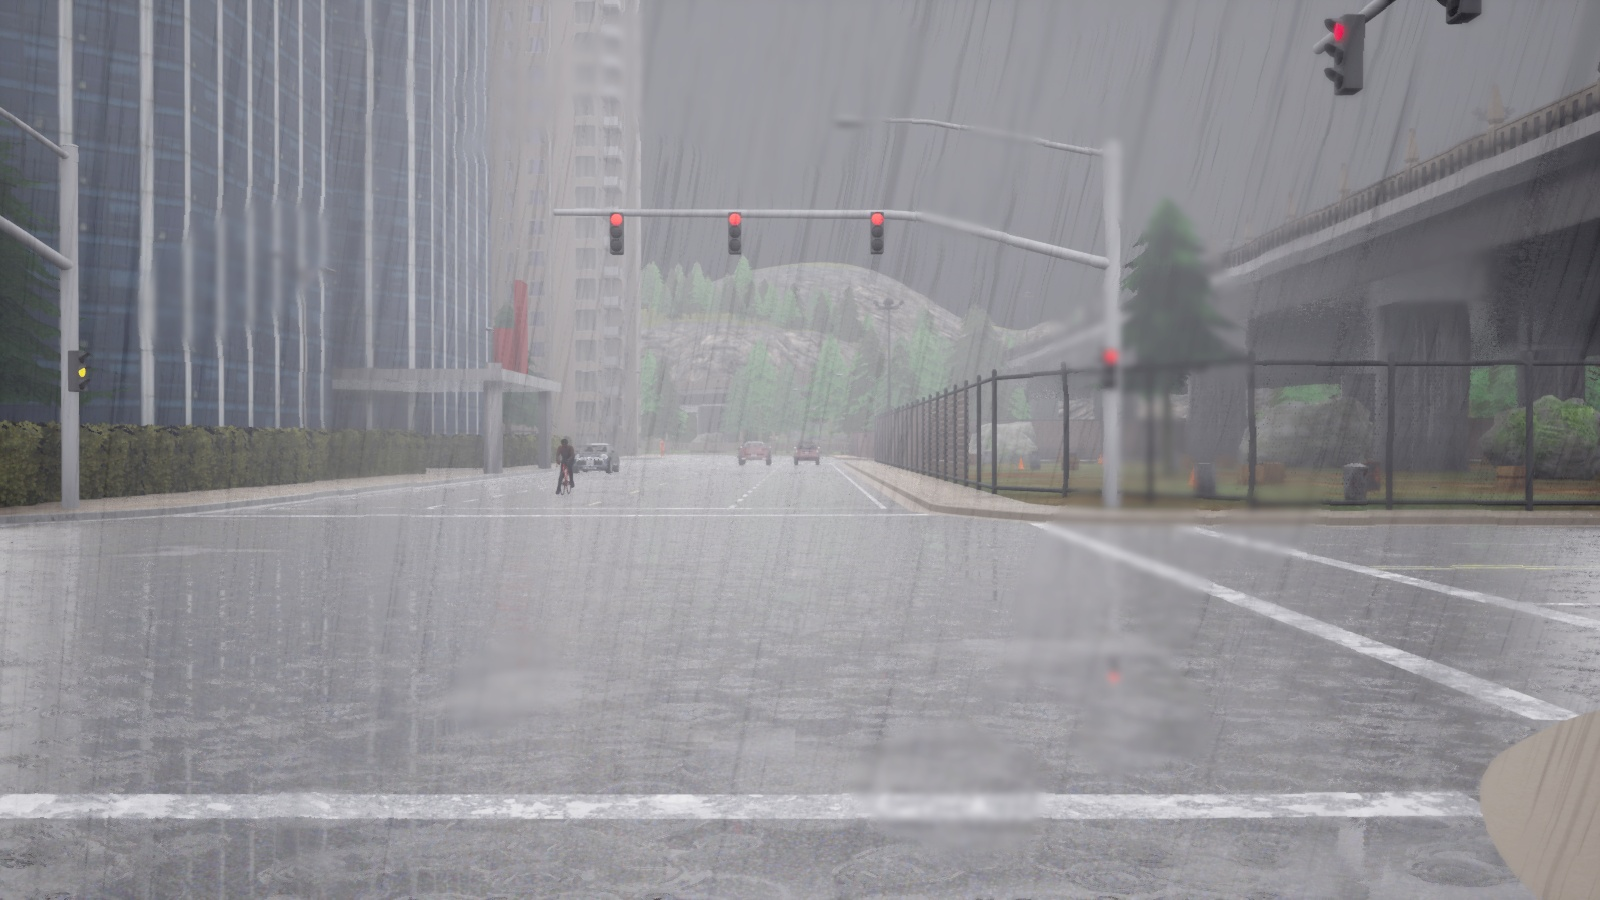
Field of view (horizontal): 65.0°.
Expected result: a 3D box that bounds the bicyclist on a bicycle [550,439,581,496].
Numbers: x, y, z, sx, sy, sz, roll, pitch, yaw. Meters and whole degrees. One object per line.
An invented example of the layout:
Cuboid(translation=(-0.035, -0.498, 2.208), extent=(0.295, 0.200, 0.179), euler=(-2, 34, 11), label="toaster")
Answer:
Cuboid(translation=(-6.795, 0.488, 36.405), extent=(0.582, 1.620, 1.656), euler=(0, 1, 0), label="bicyclist on a bicycle")

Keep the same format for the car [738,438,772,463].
Cuboid(translation=(-3.036, 0.039, 85.718), extent=(2.152, 1.651, 5.027), euler=(0, 0, 0), label="car")

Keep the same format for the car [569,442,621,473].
Cuboid(translation=(-10.159, 0.351, 62.453), extent=(1.970, 1.475, 3.806), euler=(0, 0, 0), label="car")

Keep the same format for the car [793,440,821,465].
Cuboid(translation=(0.474, 0.158, 86.290), extent=(1.851, 1.617, 3.988), euler=(0, 0, 0), label="car")
